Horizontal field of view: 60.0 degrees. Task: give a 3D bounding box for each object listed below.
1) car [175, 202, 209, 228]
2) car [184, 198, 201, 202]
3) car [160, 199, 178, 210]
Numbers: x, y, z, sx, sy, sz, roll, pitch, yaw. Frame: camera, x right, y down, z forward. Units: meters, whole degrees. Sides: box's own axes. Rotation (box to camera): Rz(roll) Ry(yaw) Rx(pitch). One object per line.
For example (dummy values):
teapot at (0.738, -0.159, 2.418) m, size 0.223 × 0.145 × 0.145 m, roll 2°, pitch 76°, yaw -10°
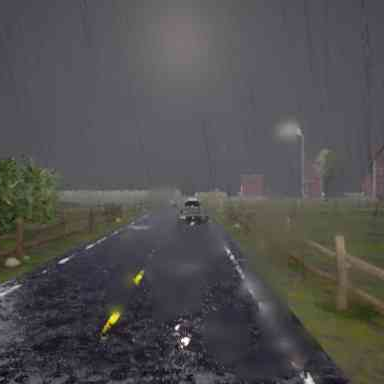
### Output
car at (0.073, 1.553, 21.541) m, size 1.895 × 1.301 × 4.718 m, roll 0°, pitch 0°, yaw 0°
car at (0.047, 1.411, 40.736) m, size 1.882 × 1.535 × 5.008 m, roll 0°, pitch 0°, yaw 0°
car at (-2.802, 1.498, 41.284) m, size 1.994 × 1.385 × 4.181 m, roll 0°, pitch 0°, yaw 0°
